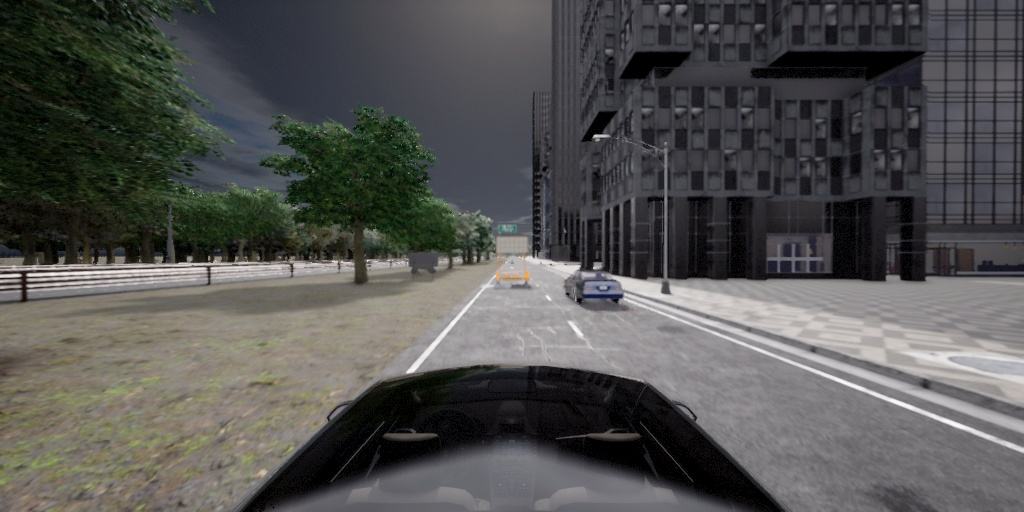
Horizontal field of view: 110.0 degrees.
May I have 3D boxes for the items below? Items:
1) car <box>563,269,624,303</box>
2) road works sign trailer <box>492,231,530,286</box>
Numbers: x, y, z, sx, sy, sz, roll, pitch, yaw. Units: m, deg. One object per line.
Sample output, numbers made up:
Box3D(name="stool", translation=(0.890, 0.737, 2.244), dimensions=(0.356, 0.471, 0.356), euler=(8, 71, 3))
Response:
Box3D(name="car", translation=(3.603, 1.311, 16.665), dimensions=(2.033, 1.411, 5.357), euler=(0, 0, 0))
Box3D(name="road works sign trailer", translation=(0.018, 0.251, 25.781), dimensions=(2.380, 3.560, 2.880), euler=(0, 0, 0))
